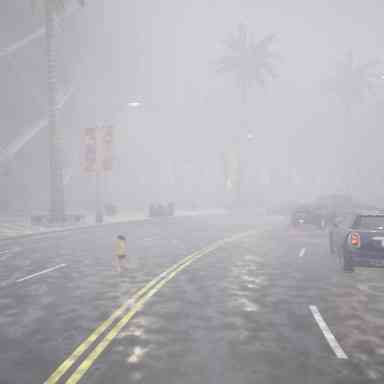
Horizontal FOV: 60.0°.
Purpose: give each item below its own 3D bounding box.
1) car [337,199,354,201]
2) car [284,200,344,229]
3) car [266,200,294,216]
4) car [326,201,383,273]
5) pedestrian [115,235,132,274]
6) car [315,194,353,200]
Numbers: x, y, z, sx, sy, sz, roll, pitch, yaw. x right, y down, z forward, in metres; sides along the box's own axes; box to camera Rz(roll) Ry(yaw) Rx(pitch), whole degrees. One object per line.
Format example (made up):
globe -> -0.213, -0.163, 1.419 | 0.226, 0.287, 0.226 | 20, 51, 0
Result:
car -> 14.441, 1.564, 28.208 | 4.181, 1.385, 1.994 | 0, 0, -32
car -> 8.210, 1.505, 21.891 | 1.837, 1.490, 4.892 | 0, 0, 42
car -> 9.229, 1.525, 32.574 | 4.674, 1.442, 1.812 | 0, 0, -37
car -> 5.679, 1.351, 10.557 | 2.097, 1.767, 4.553 | 0, 0, 17
pedestrian -> -1.882, 1.674, 9.097 | 0.500, 1.100, 0.500 | 0, 0, 13
car -> 12.978, 1.226, 31.046 | 5.566, 2.045, 2.150 | 0, 0, -34
